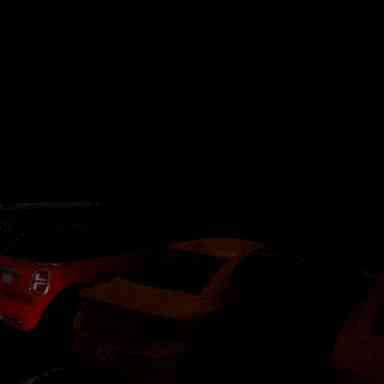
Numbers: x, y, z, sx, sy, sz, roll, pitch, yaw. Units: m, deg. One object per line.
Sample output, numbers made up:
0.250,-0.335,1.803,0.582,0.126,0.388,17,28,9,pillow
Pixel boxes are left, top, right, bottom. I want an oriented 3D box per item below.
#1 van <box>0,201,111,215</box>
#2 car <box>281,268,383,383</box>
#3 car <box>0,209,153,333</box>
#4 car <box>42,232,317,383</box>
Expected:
-3.775,1.253,8.595,1.878,1.987,4.442,0,0,35,van
2.921,1.480,3.671,2.097,1.535,5.008,0,0,35,car
-1.606,1.354,6.866,2.185,1.767,4.553,0,0,36,car
0.563,1.480,5.352,2.097,1.535,5.008,0,0,35,car
